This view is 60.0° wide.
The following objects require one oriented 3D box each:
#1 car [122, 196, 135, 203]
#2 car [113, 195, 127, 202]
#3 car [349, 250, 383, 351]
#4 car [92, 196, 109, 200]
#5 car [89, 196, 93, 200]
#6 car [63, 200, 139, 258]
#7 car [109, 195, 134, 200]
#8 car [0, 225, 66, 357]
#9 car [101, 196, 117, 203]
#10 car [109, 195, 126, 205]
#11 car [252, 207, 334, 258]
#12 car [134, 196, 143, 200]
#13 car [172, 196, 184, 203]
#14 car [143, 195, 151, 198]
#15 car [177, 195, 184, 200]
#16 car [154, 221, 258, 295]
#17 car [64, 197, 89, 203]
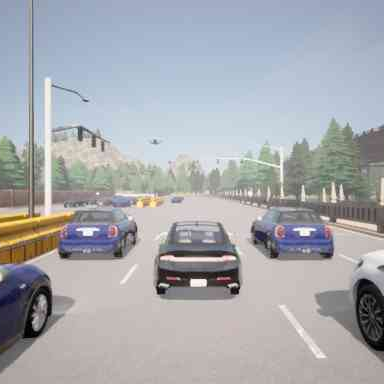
[{"bbox_3d":[-13.728,1.576,72.118,1.994,1.385,4.181,0,0,0],"label":"car"},{"bbox_3d":[-17.199,1.565,79.698,2.033,1.411,5.357,0,0,0],"label":"car"},{"bbox_3d":[3.615,1.222,3.043,2.150,2.045,5.566,0,0,0],"label":"car"},{"bbox_3d":[-13.873,1.543,52.955,1.812,1.442,4.674,0,0,1],"label":"car"},{"bbox_3d":[-17.347,1.524,58.781,1.837,1.490,4.892,0,0,1],"label":"car"},{"bbox_3d":[-3.412,1.356,12.876,2.097,1.767,4.553,0,0,-1],"label":"car"},{"bbox_3d":[-10.402,1.493,49.240,1.882,1.535,5.008,0,0,0],"label":"car"},{"bbox_3d":[-3.384,1.353,3.748,2.097,1.767,4.553,0,0,0],"label":"car"},{"bbox_3d":[-17.239,1.547,69.207,2.128,1.511,4.902,0,0,0],"label":"car"},{"bbox_3d":[-13.818,1.372,62.099,2.097,1.767,4.553,0,0,1],"label":"car"},{"bbox_3d":[3.646,1.355,12.860,2.097,1.767,4.553,0,0,0],"label":"car"},{"bbox_3d":[-10.358,1.544,58.307,1.812,1.442,4.674,0,0,1],"label":"car"},{"bbox_3d":[-3.136,1.585,70.158,1.994,1.385,4.181,0,0,0],"label":"car"},{"bbox_3d":[-10.253,1.513,67.669,2.128,1.511,4.902,0,0,0],"label":"car"},{"bbox_3d":[-3.152,1.625,92.067,1.895,1.301,4.718,0,0,0],"label":"car"},{"bbox_3d":[0.130,1.495,8.689,2.128,1.511,4.902,0,0,0],"label":"car"},{"bbox_3d":[-17.420,1.521,49.367,1.837,1.490,4.892,0,0,1],"label":"car"}]
